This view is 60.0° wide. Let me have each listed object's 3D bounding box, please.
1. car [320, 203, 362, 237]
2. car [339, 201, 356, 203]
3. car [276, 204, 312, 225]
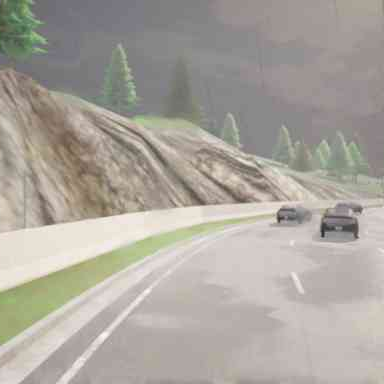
[{"bbox_3d":[8.402,1.626,18.952,2.128,1.511,4.902,0,0,24],"label":"car"},{"bbox_3d":[17.806,1.764,37.806,2.128,1.511,4.902,0,0,43],"label":"car"},{"bbox_3d":[8.091,1.665,26.102,2.128,1.511,4.902,0,-1,31],"label":"car"}]
